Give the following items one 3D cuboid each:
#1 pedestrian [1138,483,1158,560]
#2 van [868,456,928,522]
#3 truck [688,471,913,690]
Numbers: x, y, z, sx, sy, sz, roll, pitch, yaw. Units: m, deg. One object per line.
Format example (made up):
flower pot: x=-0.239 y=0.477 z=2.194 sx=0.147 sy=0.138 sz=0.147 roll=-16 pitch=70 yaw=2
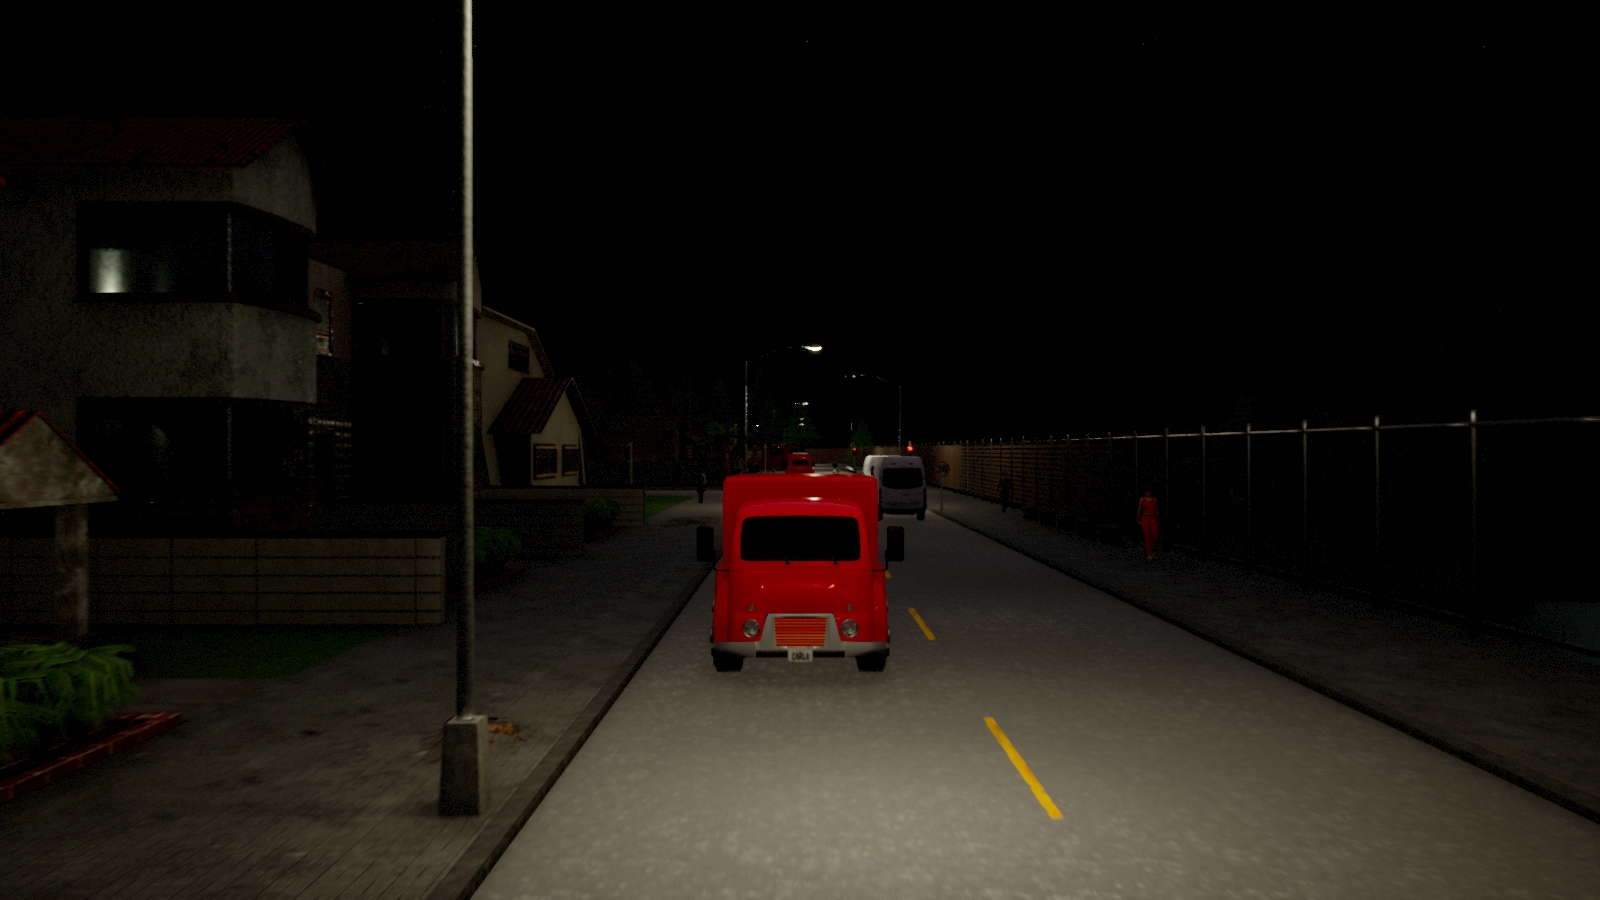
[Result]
pedestrian: x=8.563 y=1.748 z=28.093 sx=0.375 sy=1.860 sz=0.375 roll=0 pitch=0 yaw=2
van: x=4.003 y=1.541 z=47.583 sx=1.988 sy=2.561 sz=5.915 roll=0 pitch=0 yaw=0
truck: x=0.002 y=1.571 z=15.937 sx=2.627 sy=2.467 sz=5.204 roll=0 pitch=0 yaw=0
